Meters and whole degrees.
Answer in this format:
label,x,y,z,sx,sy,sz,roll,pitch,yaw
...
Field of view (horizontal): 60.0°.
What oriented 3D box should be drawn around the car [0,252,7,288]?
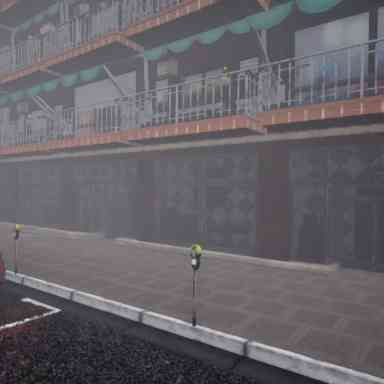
label,x,y,z,sx,sy,sz,roll,pitch,yaw
car,-6.051,1.524,7.680,4.674,1.442,1.812,0,0,36
